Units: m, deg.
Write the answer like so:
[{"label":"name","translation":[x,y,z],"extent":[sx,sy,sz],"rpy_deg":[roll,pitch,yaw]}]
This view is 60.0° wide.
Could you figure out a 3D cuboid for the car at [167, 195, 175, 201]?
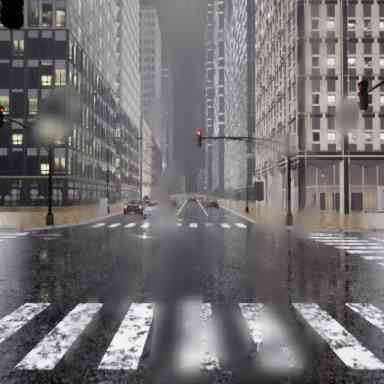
[{"label":"car","translation":[-5.668,1.601,89.454],"extent":[2.008,1.369,4.403],"rpy_deg":[1,0,0]}]

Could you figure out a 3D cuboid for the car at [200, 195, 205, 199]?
[{"label":"car","translation":[2.710,1.556,56.239],"extent":[1.752,1.417,4.829],"rpy_deg":[1,0,0]}]

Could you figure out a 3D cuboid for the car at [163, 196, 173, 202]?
[{"label":"car","translation":[-5.669,1.594,78.303],"extent":[2.008,1.369,4.403],"rpy_deg":[1,0,0]}]

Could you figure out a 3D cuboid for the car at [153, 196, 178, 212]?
[{"label":"car","translation":[-3.096,1.568,38.839],"extent":[2.033,1.411,5.357],"rpy_deg":[0,0,0]}]

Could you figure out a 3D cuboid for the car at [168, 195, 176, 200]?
[{"label":"car","translation":[-5.668,1.620,95.029],"extent":[1.947,1.339,4.313],"rpy_deg":[1,0,0]}]

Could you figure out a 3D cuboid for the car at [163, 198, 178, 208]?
[{"label":"car","translation":[-3.089,1.628,49.132],"extent":[1.895,1.301,4.718],"rpy_deg":[0,0,0]}]

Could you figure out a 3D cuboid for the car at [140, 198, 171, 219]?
[{"label":"car","translation":[-3.101,1.541,29.174],"extent":[1.812,1.442,4.674],"rpy_deg":[0,0,0]}]

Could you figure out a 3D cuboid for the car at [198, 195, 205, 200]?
[{"label":"car","translation":[2.713,1.599,95.109],"extent":[1.887,1.381,4.507],"rpy_deg":[1,0,0]}]

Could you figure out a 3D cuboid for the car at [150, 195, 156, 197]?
[{"label":"car","translation":[-5.668,1.339,44.853],"extent":[2.192,1.841,5.009],"rpy_deg":[1,0,0]}]

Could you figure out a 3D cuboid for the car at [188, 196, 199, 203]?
[{"label":"car","translation":[0.090,1.585,70.416],"extent":[2.033,1.411,5.357],"rpy_deg":[0,0,0]}]

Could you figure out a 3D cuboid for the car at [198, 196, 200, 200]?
[{"label":"car","translation":[2.709,1.600,61.646],"extent":[1.947,1.339,4.313],"rpy_deg":[1,0,0]}]

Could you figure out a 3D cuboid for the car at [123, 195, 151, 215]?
[{"label":"car","translation":[-5.671,1.458,33.702],"extent":[1.967,1.590,4.097],"rpy_deg":[1,0,0]}]

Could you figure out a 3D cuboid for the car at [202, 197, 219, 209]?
[{"label":"car","translation":[2.707,1.606,44.913],"extent":[1.802,1.307,4.206],"rpy_deg":[1,0,0]}]

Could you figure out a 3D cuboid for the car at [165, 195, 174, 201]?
[{"label":"car","translation":[-5.669,1.592,83.878],"extent":[1.887,1.381,4.507],"rpy_deg":[1,0,0]}]
